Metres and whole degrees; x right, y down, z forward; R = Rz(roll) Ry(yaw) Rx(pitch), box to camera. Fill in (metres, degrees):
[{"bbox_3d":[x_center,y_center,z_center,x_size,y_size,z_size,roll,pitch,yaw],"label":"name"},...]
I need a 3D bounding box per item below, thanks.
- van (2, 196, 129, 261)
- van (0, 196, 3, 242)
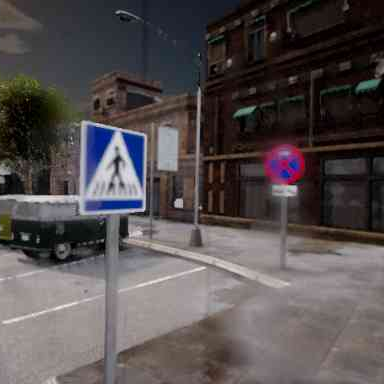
[{"bbox_3d":[-4.084,1.186,12.091,1.878,1.987,4.442,1,-1,28],"label":"van"},{"bbox_3d":[-6.104,1.148,14.310,1.878,1.987,4.442,1,-1,28],"label":"van"}]
